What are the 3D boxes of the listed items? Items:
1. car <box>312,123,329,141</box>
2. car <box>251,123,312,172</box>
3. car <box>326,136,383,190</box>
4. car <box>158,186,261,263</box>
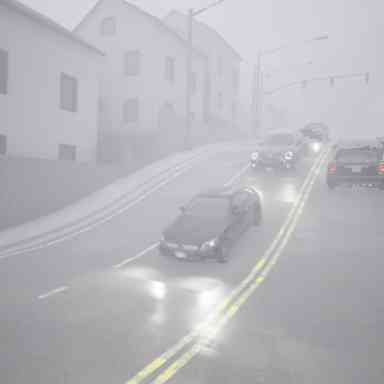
[{"bbox_3d":[9.553,-4.718,26.122,2.033,1.411,5.357,2,11,30],"label":"car"},{"bbox_3d":[4.587,-2.300,17.149,2.097,1.767,4.553,2,19,28],"label":"car"},{"bbox_3d":[6.882,-1.504,13.711,2.097,1.767,4.553,2,21,28],"label":"car"},{"bbox_3d":[0.765,0.708,10.180,1.812,1.442,4.674,2,16,28],"label":"car"}]
